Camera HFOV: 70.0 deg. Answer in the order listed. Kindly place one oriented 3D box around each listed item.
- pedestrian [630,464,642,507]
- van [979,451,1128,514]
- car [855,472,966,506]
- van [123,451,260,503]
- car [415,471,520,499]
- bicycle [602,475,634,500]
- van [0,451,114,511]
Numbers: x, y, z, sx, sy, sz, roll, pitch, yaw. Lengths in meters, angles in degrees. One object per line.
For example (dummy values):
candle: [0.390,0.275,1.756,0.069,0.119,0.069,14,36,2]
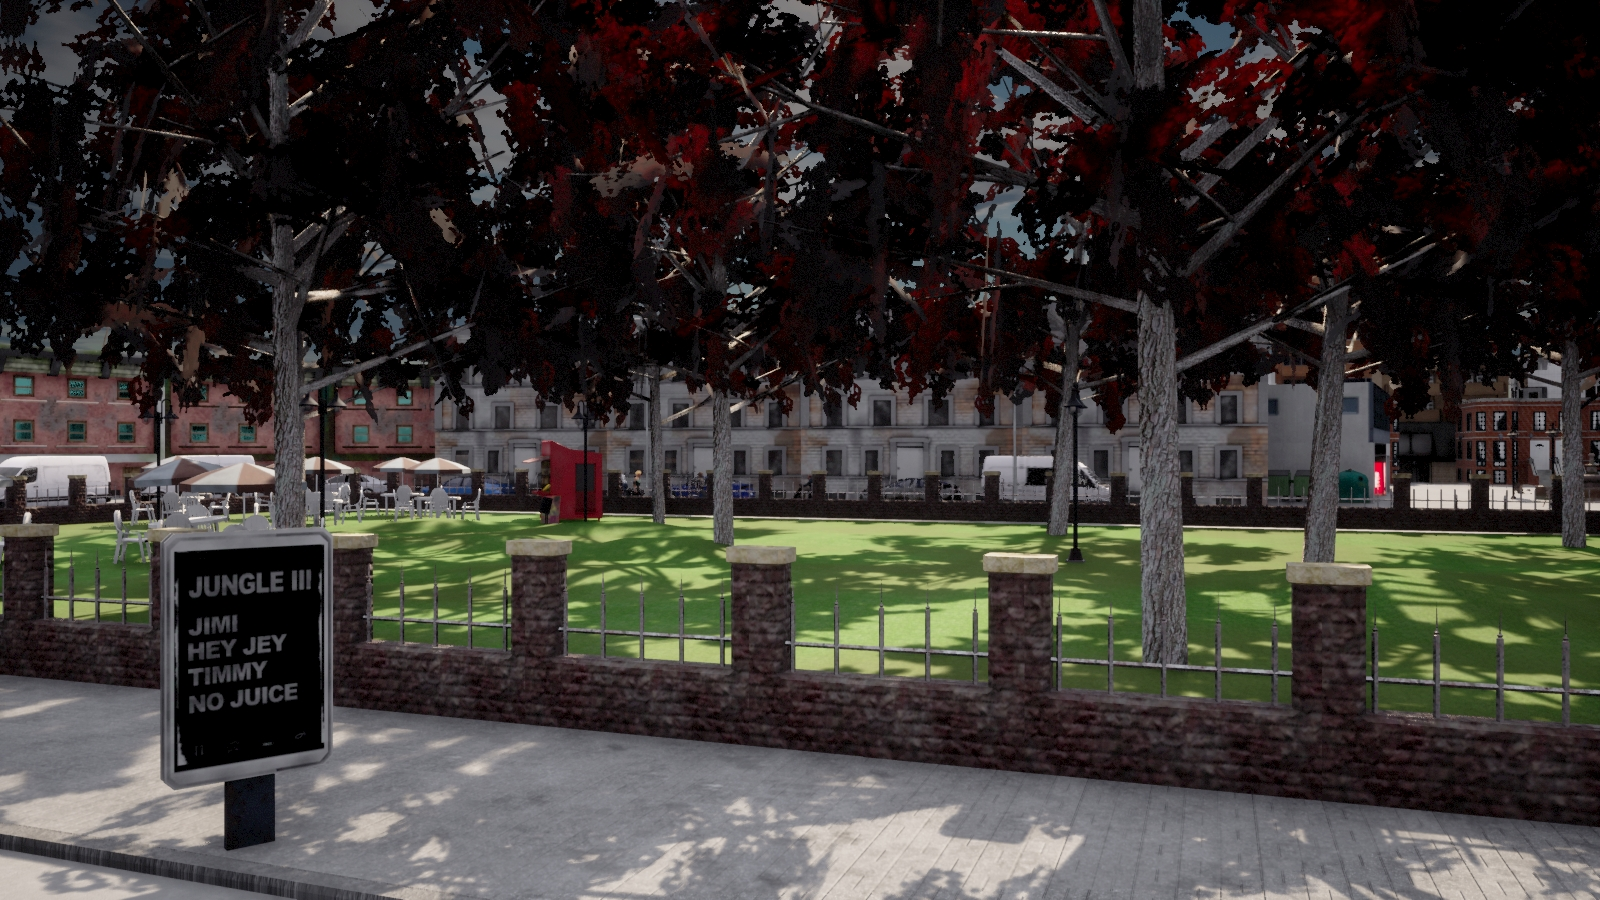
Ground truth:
pedestrian: [-7.100,1.534,49.527,0.375,1.860,0.375,0,0,19]
van: [10.672,1.317,48.141,5.915,2.561,1.988,0,0,20]
car: [5.260,1.833,54.337,4.902,1.511,2.128,0,0,20]
van: [-31.314,1.336,58.944,1.988,2.561,5.915,0,0,41]
car: [-18.262,1.902,62.828,5.357,1.411,2.033,0,0,19]
bicycle: [-9.502,1.948,59.688,1.643,1.296,0.373,0,0,20]
van: [-34.456,1.334,51.696,1.988,2.561,5.915,0,0,21]
